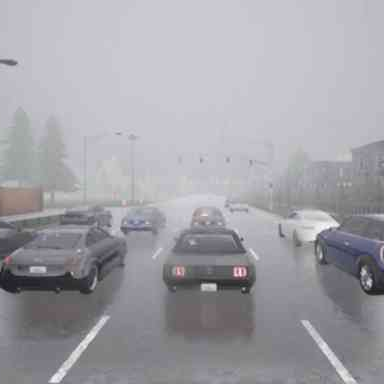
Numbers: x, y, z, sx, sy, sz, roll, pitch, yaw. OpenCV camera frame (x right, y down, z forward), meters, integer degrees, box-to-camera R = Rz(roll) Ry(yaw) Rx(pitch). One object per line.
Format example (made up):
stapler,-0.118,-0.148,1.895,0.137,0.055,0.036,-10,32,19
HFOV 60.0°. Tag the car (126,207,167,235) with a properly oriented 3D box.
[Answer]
car,-2.617,1.535,18.820,2.033,1.411,5.357,0,0,3

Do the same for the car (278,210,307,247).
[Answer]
car,5.164,1.515,14.838,1.812,1.442,4.674,0,0,3

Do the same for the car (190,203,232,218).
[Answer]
car,0.866,1.535,18.369,2.033,1.411,5.357,0,0,3

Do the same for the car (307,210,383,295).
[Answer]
car,4.894,1.345,8.814,2.097,1.767,4.553,0,0,3

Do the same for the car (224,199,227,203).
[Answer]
car,5.538,1.515,46.710,2.033,1.411,5.357,0,0,3

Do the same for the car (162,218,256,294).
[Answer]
car,0.438,1.595,8.787,1.895,1.301,4.718,0,0,3

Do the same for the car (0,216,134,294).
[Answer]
car,-3.065,1.558,8.824,1.994,1.385,4.181,0,0,3

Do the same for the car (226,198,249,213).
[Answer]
car,5.141,1.575,36.821,1.895,1.301,4.718,0,0,3

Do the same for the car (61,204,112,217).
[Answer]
car,-6.084,1.492,19.618,1.837,1.490,4.892,0,0,3

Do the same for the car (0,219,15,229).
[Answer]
car,-6.504,1.519,10.287,1.812,1.442,4.674,0,0,2
